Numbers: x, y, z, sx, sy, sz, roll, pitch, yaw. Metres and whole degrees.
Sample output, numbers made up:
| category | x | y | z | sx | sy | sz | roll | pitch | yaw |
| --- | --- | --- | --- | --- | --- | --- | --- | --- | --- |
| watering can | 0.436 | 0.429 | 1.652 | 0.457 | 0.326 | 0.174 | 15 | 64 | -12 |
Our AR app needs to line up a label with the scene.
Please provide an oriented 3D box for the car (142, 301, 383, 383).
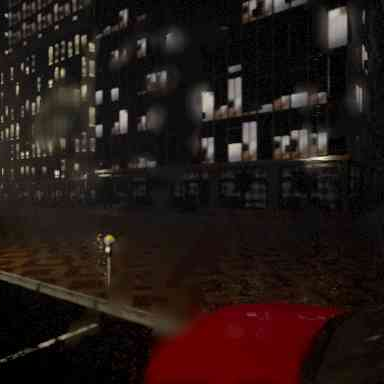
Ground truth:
| category | x | y | z | sx | sy | sz | roll | pitch | yaw |
| --- | --- | --- | --- | --- | --- | --- | --- | --- | --- |
| car | 1.918 | 1.313 | 1.503 | 5.009 | 1.841 | 2.192 | 0 | 0 | 36 |
